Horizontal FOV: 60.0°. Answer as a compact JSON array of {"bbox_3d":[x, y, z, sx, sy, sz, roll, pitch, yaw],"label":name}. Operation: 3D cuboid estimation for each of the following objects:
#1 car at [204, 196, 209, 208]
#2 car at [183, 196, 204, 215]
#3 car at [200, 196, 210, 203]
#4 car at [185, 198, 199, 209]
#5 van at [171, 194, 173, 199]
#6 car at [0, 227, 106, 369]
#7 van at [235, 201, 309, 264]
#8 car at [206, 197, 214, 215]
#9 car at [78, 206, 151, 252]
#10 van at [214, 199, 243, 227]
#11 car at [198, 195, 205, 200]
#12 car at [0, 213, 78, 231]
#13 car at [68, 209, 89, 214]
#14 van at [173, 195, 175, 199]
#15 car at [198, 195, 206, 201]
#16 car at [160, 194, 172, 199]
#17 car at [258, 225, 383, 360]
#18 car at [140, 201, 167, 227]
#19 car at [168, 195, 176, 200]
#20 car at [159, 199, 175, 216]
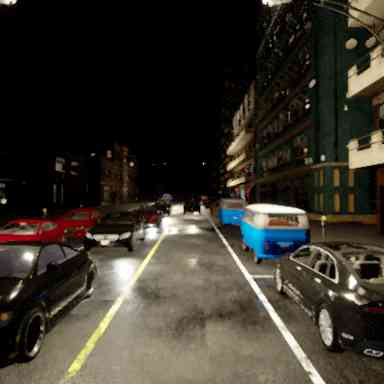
[{"bbox_3d":[2.717,1.633,45.019,1.947,1.339,4.313,1,0,0],"label":"car"},{"bbox_3d":[0.012,1.534,35.457,1.882,1.535,5.008,0,0,0],"label":"car"},{"bbox_3d":[2.727,1.636,72.923,2.008,1.369,4.403,1,0,0],"label":"car"},{"bbox_3d":[0.029,1.594,47.483,1.812,1.442,4.674,0,0,0],"label":"car"},{"bbox_3d":[-5.650,1.426,72.884,1.690,1.788,3.998,1,0,0],"label":"van"},{"bbox_3d":[-3.087,1.574,5.727,1.994,1.385,4.181,0,0,0],"label":"car"},{"bbox_3d":[2.709,1.362,11.534,1.690,1.788,3.998,1,0,0],"label":"van"},{"bbox_3d":[2.713,1.580,34.027,1.752,1.417,4.829,1,0,0],"label":"car"},{"bbox_3d":[-3.088,1.550,14.200,1.812,1.442,4.674,0,0,0],"label":"car"},{"bbox_3d":[2.713,1.380,22.696,1.690,1.788,3.998,1,0,0],"label":"van"},{"bbox_3d":[2.734,1.642,95.244,2.008,1.369,4.403,1,0,0],"label":"car"},{"bbox_3d":[-5.675,1.602,11.501,1.802,1.307,4.206,1,0,0],"label":"car"},{"bbox_3d":[-5.673,1.574,17.082,1.887,1.381,4.507,1,0,0],"label":"car"},{"bbox_3d":[-5.647,1.431,84.044,1.690,1.788,3.998,1,0,0],"label":"van"},{"bbox_3d":[2.734,1.531,89.664,1.967,1.590,4.097,1,0,0],"label":"car"},{"bbox_3d":[-5.656,1.648,67.303,1.947,1.339,4.313,1,0,0],"label":"car"},{"bbox_3d":[2.704,1.562,5.954,2.008,1.369,4.403,1,0,0],"label":"car"},{"bbox_3d":[-3.085,1.603,23.197,1.994,1.385,4.181,0,0,0],"label":"car"},{"bbox_3d":[-5.647,1.635,95.205,1.887,1.381,4.507,1,0,0],"label":"car"},{"bbox_3d":[-3.043,1.655,33.774,1.895,1.301,4.718,0,0,0],"label":"car"}]
